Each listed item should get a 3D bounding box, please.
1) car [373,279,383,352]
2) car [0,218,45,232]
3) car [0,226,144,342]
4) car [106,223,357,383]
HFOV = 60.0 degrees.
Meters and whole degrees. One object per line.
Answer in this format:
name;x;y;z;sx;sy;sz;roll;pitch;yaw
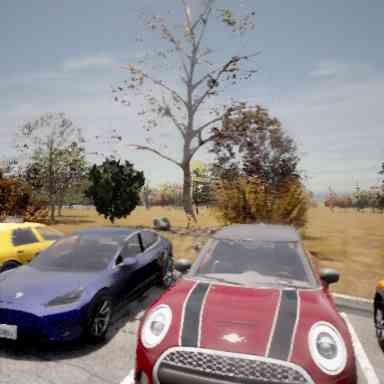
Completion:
car;3.308;1.360;3.107;2.185;1.767;4.553;0;-1;16
car;-4.577;1.476;8.990;1.946;1.575;5.366;0;-1;16
car;-1.865;1.509;6.809;2.163;1.488;4.792;1;-1;16
car;0.910;1.358;4.895;2.185;1.767;4.553;1;-1;16
